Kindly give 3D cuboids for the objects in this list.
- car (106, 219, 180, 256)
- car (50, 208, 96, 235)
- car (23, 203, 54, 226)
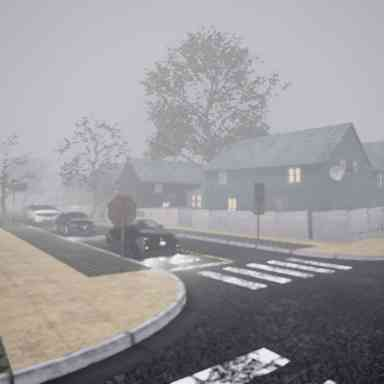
[{"bbox_3d":[-2.330,1.939,15.040,1.994,1.385,4.181,1,-2,-36],"label":"car"},{"bbox_3d":[-8.325,2.142,23.503,1.837,1.490,4.892,1,-2,-35],"label":"car"},{"bbox_3d":[-14.439,2.129,32.139,2.150,2.045,5.566,1,-2,-35],"label":"car"}]
